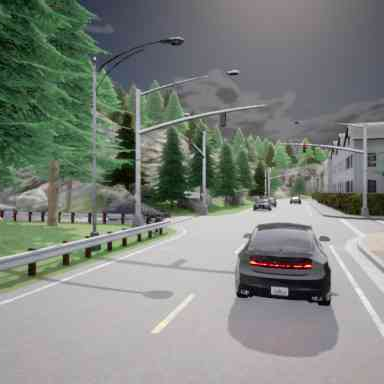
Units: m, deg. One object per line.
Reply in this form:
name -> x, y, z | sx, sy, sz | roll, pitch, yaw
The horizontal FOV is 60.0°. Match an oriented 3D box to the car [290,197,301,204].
car -> 19.446, 1.564, 62.498 | 1.994, 1.385, 4.181 | 0, 0, 18

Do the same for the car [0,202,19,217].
car -> -17.755, 1.541, 29.795 | 4.674, 1.442, 1.812 | 0, 0, 18

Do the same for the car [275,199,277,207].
car -> 11.814, 1.564, 50.606 | 1.994, 1.385, 4.181 | 0, 0, 18

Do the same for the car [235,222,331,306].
car -> 2.269, 1.505, 8.188 | 1.837, 1.490, 4.892 | 0, 0, 17

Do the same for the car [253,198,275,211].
car -> 8.786, 1.564, 41.075 | 1.994, 1.385, 4.181 | 0, 0, 18

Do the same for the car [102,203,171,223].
car -> -4.353, 1.562, 25.648 | 5.357, 1.411, 2.033 | 0, 0, 17
